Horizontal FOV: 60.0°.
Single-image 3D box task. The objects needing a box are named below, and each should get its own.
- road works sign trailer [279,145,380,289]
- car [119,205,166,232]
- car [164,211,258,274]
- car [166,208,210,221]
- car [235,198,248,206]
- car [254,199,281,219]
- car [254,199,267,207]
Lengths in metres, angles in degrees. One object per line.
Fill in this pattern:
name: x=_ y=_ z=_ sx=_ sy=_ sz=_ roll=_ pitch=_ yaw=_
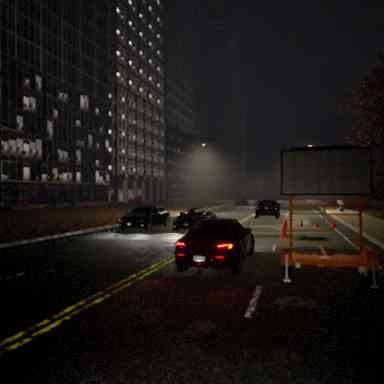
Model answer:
road works sign trailer: x=3.783 y=0.499 z=9.510 sx=2.380 sy=3.560 sz=2.880 roll=0 pitch=0 yaw=17
car: x=-2.895 y=1.602 z=21.277 sx=1.837 sy=1.490 sz=4.892 roll=0 pitch=0 yaw=17
car: x=0.870 y=1.571 z=10.744 sx=1.812 sy=1.442 sz=4.674 roll=0 pitch=0 yaw=17
car: x=0.262 y=1.652 z=20.486 sx=1.994 sy=1.385 sz=4.181 roll=0 pitch=0 yaw=17
car: x=8.911 y=1.799 z=59.508 sx=2.033 sy=1.411 sz=5.357 roll=0 pitch=0 yaw=18
car: x=7.189 y=1.476 z=31.261 sx=2.097 sy=1.767 sz=4.553 roll=0 pitch=0 yaw=17
car: x=12.183 y=1.846 z=59.086 sx=1.895 sy=1.301 sz=4.718 roll=0 pitch=0 yaw=17
